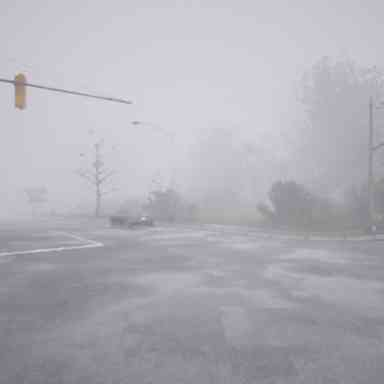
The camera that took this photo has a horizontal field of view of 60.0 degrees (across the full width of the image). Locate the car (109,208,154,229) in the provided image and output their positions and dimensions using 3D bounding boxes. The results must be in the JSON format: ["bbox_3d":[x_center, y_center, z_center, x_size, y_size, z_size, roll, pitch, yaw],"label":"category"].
[{"bbox_3d":[-4.484,1.849,24.218,1.994,1.385,4.181,1,-2,-37],"label":"car"}]
